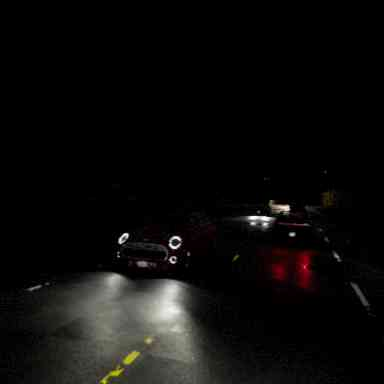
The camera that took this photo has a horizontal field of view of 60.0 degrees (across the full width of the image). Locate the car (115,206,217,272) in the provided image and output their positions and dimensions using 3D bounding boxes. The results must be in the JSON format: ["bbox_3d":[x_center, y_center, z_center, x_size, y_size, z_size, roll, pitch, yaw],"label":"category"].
[{"bbox_3d":[-0.624,1.359,11.019,2.097,1.767,4.553,2,0,18],"label":"car"}]

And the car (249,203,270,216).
[{"bbox_3d":[7.468,1.871,35.924,1.994,1.385,4.181,2,0,18],"label":"car"}]

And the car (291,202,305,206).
[{"bbox_3d":[13.076,1.999,41.379,2.128,1.511,4.902,2,0,18],"label":"car"}]

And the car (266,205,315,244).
[{"bbox_3d":[5.231,1.686,17.119,2.128,1.511,4.902,2,0,18],"label":"car"}]
